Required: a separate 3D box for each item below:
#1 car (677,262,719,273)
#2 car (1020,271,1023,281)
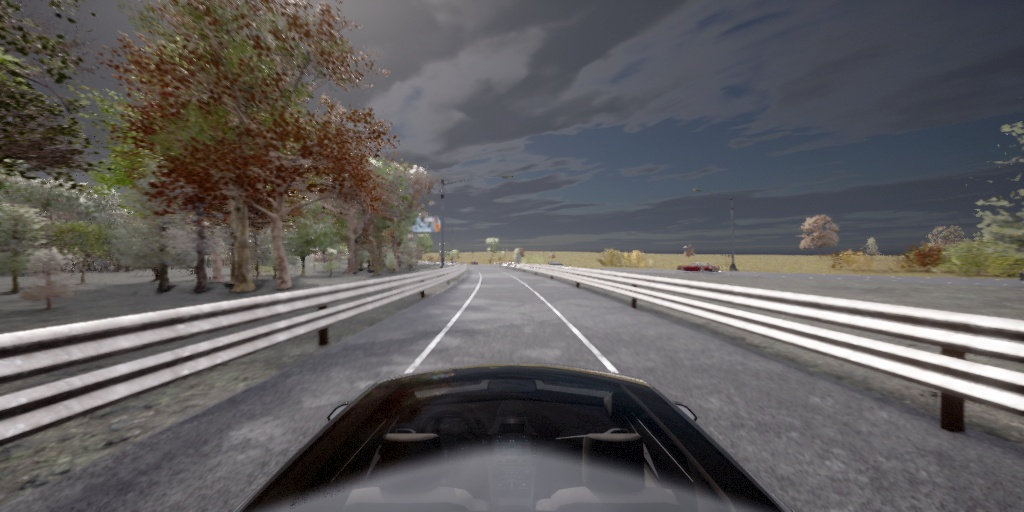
[{"bbox_3d":[22.906,1.435,44.388,1.895,1.301,4.718,0,-1,-24],"label":"car"},{"bbox_3d":[33.403,0.983,20.583,2.128,1.511,4.902,0,-1,-24],"label":"car"}]
